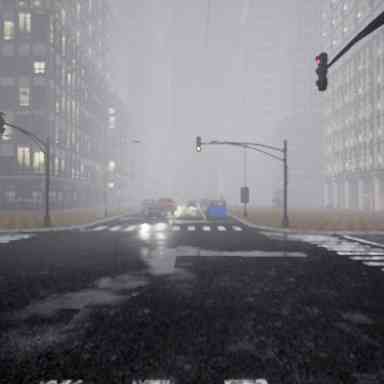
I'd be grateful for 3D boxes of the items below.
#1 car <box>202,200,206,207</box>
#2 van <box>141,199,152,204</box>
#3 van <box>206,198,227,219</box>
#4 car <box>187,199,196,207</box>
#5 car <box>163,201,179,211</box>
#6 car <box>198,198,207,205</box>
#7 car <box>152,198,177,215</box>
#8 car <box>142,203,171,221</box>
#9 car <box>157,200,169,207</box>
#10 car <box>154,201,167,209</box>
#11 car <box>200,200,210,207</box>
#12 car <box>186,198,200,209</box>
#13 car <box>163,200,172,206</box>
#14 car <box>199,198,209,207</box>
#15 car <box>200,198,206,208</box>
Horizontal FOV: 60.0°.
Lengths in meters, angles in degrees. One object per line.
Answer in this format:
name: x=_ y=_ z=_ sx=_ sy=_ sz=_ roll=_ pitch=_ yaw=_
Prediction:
car: x=2.536 y=2.029 z=39.692 sx=1.887 sy=1.381 sz=4.507 roll=0 pitch=-1 yaw=0
van: x=-5.856 y=1.889 z=45.246 sx=1.690 sy=1.788 sz=3.998 roll=0 pitch=-1 yaw=0
van: x=2.617 y=1.758 z=34.157 sx=1.690 sy=1.788 sz=3.998 roll=0 pitch=-1 yaw=0
car: x=-0.119 y=2.365 z=71.329 sx=1.837 sy=1.490 sz=4.892 roll=0 pitch=-1 yaw=0
car: x=-3.250 y=2.115 z=51.457 sx=2.128 sy=1.511 sz=4.902 roll=0 pitch=-1 yaw=0
car: x=2.597 y=2.332 z=84.004 sx=2.192 sy=1.841 sz=5.009 roll=0 pitch=-1 yaw=0
car: x=-3.269 y=1.721 z=41.157 sx=2.150 sy=2.045 sz=5.566 roll=0 pitch=-1 yaw=0
car: x=-3.295 y=1.978 z=31.109 sx=1.895 sy=1.301 sz=4.718 roll=0 pitch=-1 yaw=0
car: x=-5.816 y=2.365 z=67.399 sx=2.008 sy=1.369 sz=4.403 roll=0 pitch=-1 yaw=0
car: x=-5.826 y=2.314 z=61.860 sx=1.947 sy=1.339 sz=4.313 roll=0 pitch=-1 yaw=0
car: x=2.565 y=2.363 z=67.384 sx=1.887 sy=1.381 sz=4.507 roll=0 pitch=-1 yaw=0
car: x=-0.043 y=2.223 z=59.297 sx=1.837 sy=1.490 sz=4.892 roll=0 pitch=-1 yaw=0
car: x=-5.795 y=2.529 z=78.477 sx=1.802 sy=1.307 sz=4.206 roll=0 pitch=-1 yaw=0
car: x=2.576 y=2.200 z=72.926 sx=2.192 sy=1.841 sz=5.009 roll=0 pitch=-1 yaw=0
car: x=2.555 y=2.067 z=61.848 sx=2.192 sy=1.841 sz=5.009 roll=0 pitch=-1 yaw=0
